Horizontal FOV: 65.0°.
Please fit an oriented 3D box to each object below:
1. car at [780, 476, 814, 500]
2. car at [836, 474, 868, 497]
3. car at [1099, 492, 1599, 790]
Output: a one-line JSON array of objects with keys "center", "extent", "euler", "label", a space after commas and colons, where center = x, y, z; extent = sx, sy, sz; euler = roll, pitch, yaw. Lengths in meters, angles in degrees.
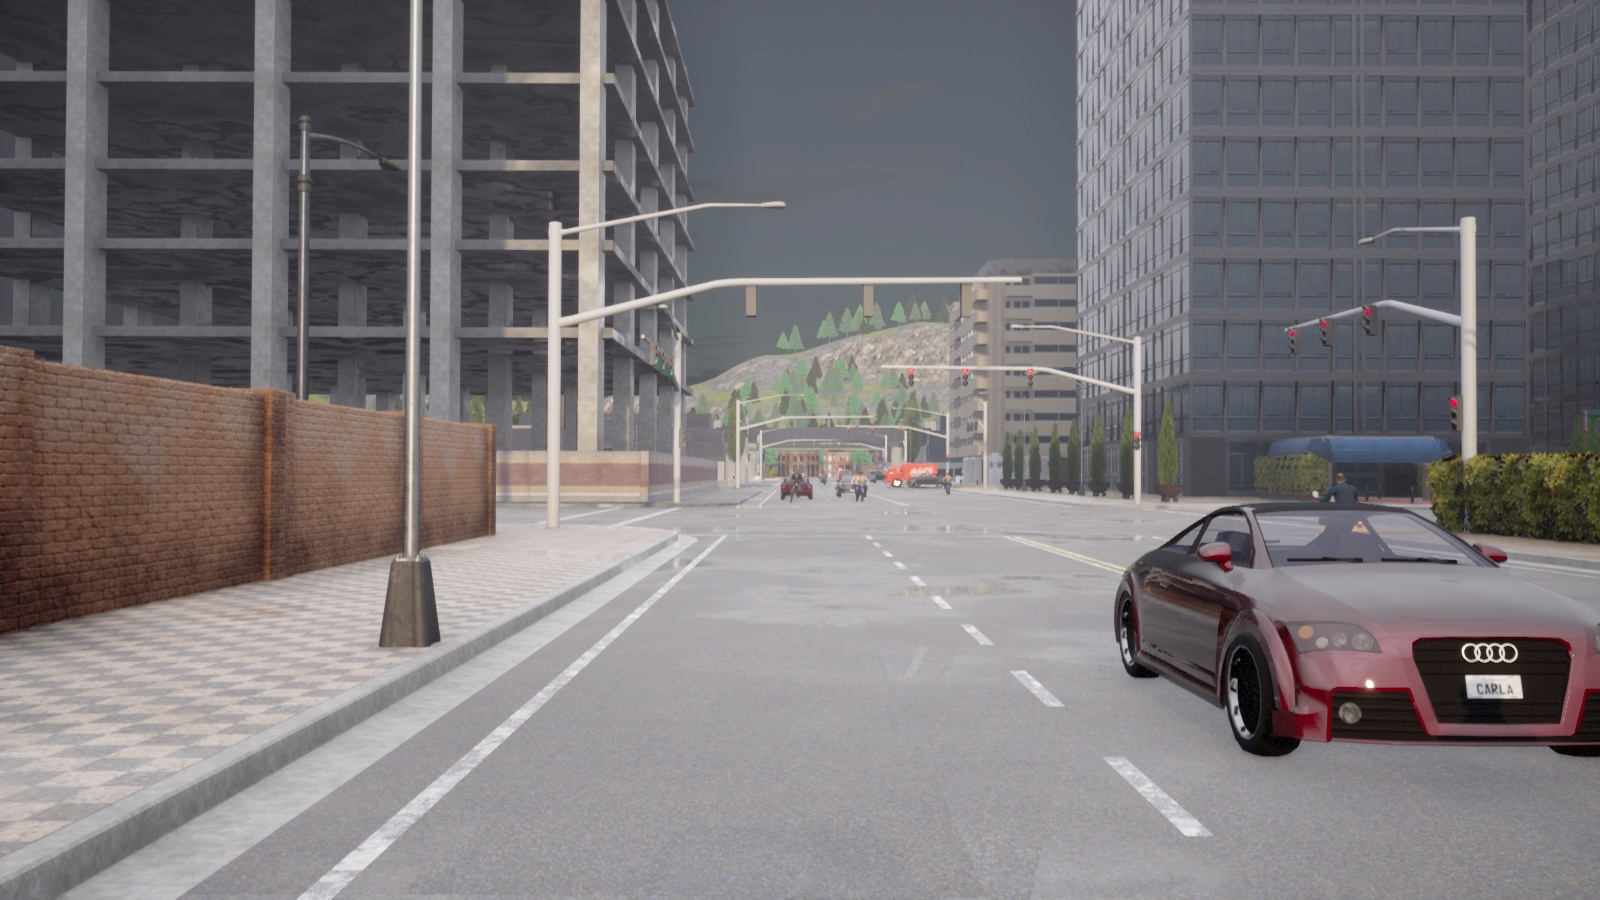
[{"center": [-0.170, 2.185, 72.511], "extent": [1.895, 1.301, 4.718], "euler": [0, -1, 0], "label": "car"}, {"center": [3.309, 2.244, 80.925], "extent": [1.812, 1.442, 4.674], "euler": [0, -1, 0], "label": "car"}, {"center": [3.480, 1.011, 8.286], "extent": [1.994, 1.385, 4.181], "euler": [0, -1, 0], "label": "car"}]
